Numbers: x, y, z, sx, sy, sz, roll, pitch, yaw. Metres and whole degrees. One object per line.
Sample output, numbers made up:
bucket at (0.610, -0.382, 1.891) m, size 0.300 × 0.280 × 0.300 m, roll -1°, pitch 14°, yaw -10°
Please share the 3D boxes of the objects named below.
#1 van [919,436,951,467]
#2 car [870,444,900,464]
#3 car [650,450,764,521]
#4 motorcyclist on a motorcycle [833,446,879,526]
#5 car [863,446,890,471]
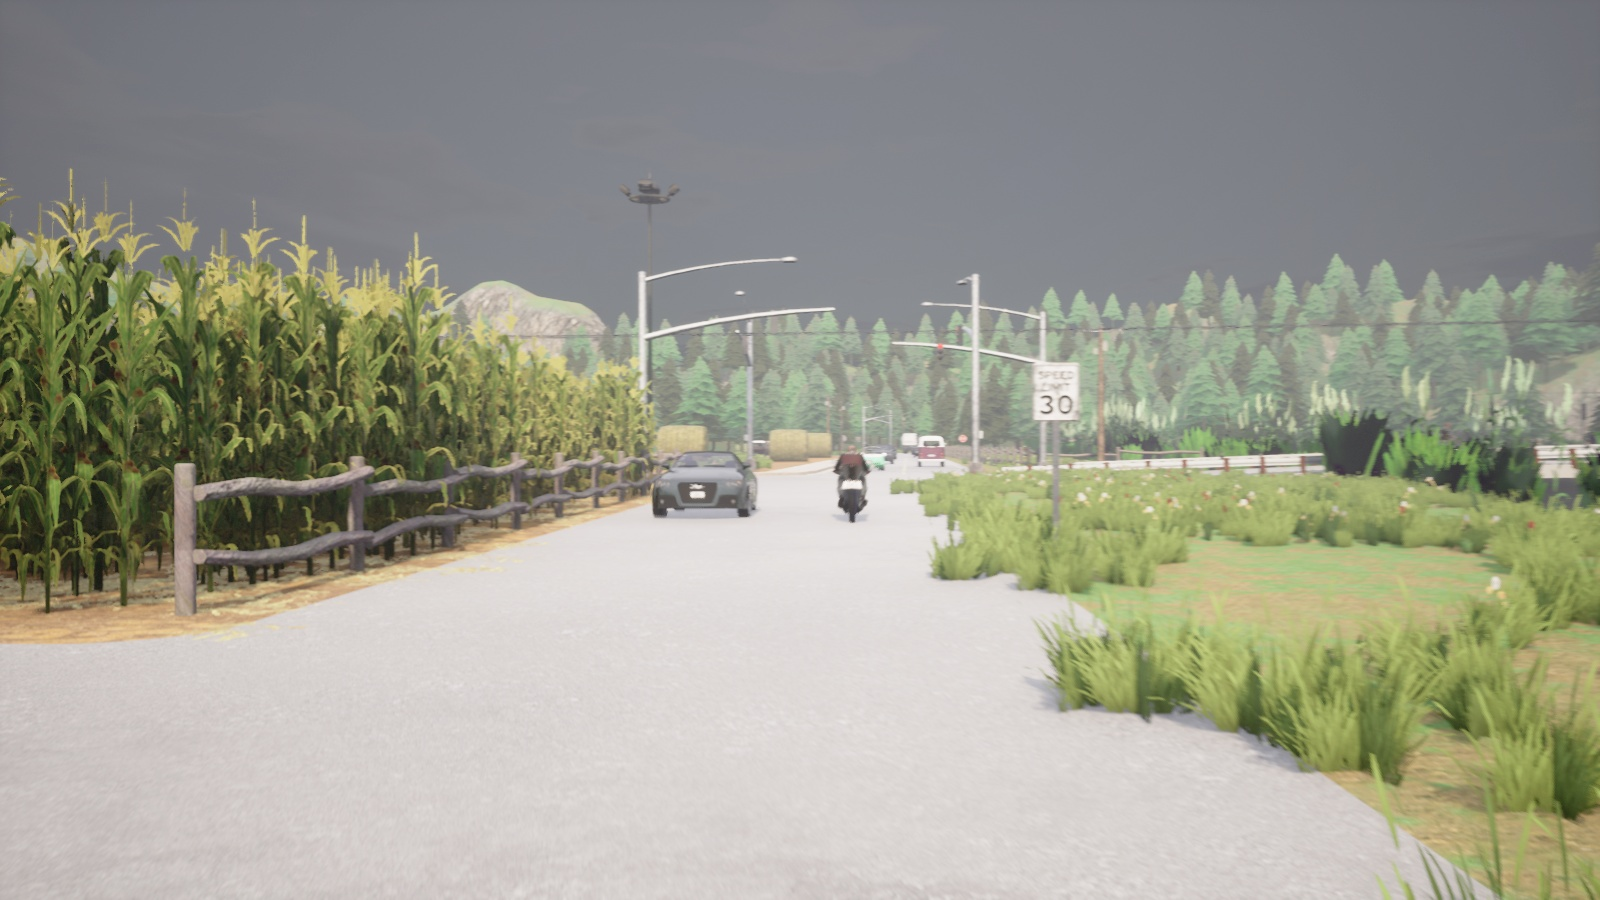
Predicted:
van at (8.964, 0.100, 83.576) m, size 2.069 × 2.038 × 4.480 m, roll 0°, pitch 0°, yaw 5°
car at (6.436, 0.292, 94.627) m, size 2.128 × 1.511 × 4.902 m, roll 0°, pitch 0°, yaw 5°
car at (-1.907, 0.708, 27.060) m, size 1.994 × 1.385 × 4.181 m, roll 0°, pitch 0°, yaw 2°
motorcyclist on a motorcycle at (1.116, 0.683, 25.105) m, size 0.866 × 1.530 × 2.191 m, roll 0°, pitch 0°, yaw 2°
car at (4.322, 0.486, 70.881) m, size 1.481 × 1.376 × 2.207 m, roll 0°, pitch 0°, yaw 5°
